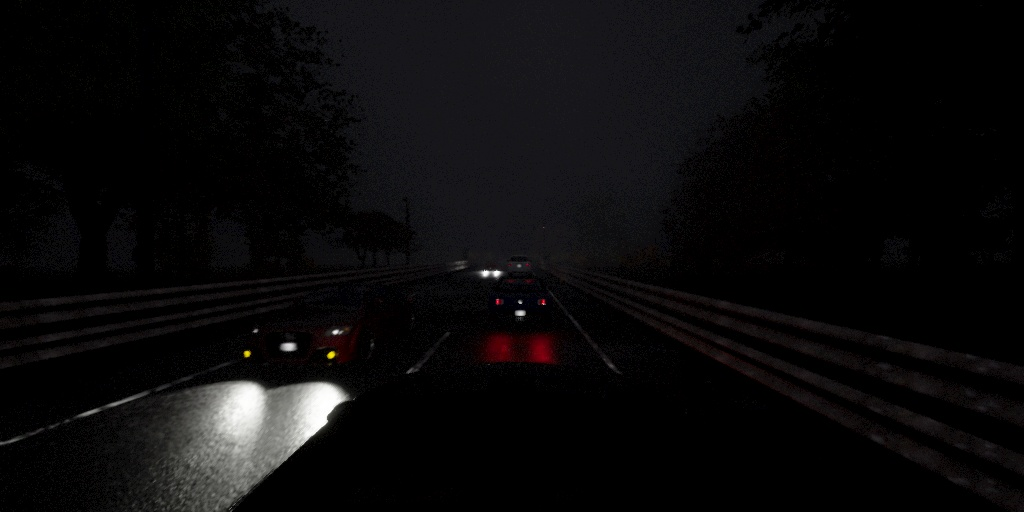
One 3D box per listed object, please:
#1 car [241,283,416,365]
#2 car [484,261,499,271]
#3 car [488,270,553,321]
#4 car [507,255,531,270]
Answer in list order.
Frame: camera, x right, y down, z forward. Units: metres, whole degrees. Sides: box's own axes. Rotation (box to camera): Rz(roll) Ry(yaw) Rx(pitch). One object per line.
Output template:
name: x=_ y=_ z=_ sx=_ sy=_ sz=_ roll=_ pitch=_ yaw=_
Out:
car: x=-3.588 y=1.295 z=7.862 sx=1.994 sy=1.385 sz=4.181 roll=0 pitch=0 yaw=2
car: x=-2.737 y=1.276 z=48.475 sx=1.895 sy=1.301 sz=4.718 roll=0 pitch=0 yaw=1
car: x=0.283 y=1.341 z=12.471 sx=1.895 sy=1.301 sz=4.718 roll=0 pitch=0 yaw=1
car: x=0.692 y=0.931 z=34.731 sx=2.150 sy=2.045 sz=5.566 roll=0 pitch=0 yaw=1
